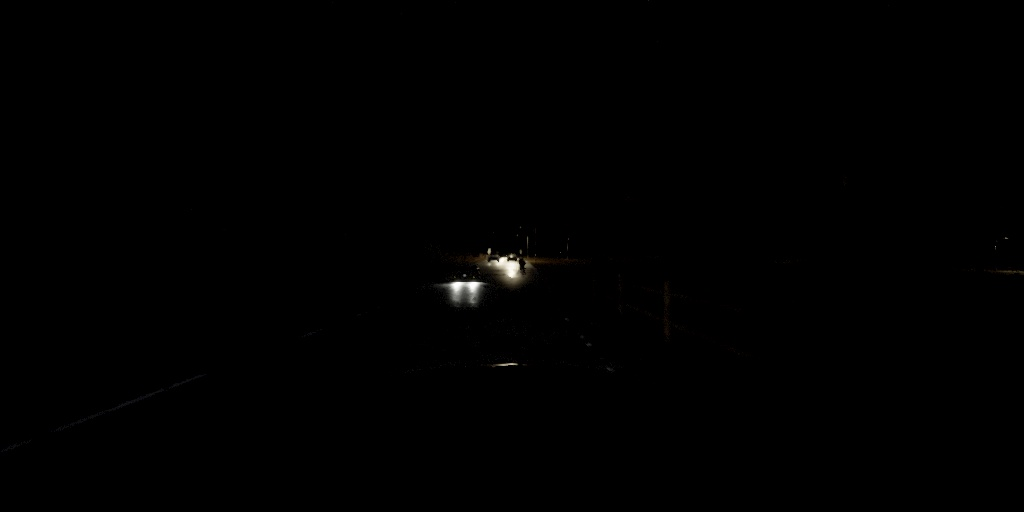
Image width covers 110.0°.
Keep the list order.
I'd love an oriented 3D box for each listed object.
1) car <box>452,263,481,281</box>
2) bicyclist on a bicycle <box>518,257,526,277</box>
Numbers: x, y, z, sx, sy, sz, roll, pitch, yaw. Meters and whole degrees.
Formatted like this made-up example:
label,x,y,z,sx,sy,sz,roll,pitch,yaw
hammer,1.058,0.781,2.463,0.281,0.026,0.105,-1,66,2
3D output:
label,x,y,z,sx,sy,sz,roll,pitch,yaw
car,-3.591,1.262,29.075,1.994,1.385,4.181,0,1,0
bicyclist on a bicycle,0.969,1.029,32.726,0.659,1.776,1.843,0,1,0
